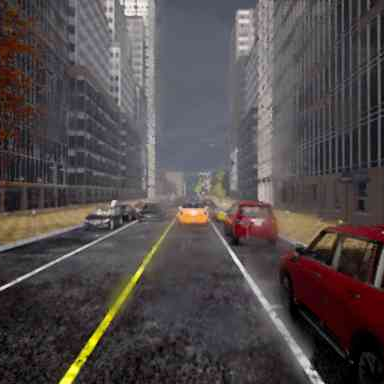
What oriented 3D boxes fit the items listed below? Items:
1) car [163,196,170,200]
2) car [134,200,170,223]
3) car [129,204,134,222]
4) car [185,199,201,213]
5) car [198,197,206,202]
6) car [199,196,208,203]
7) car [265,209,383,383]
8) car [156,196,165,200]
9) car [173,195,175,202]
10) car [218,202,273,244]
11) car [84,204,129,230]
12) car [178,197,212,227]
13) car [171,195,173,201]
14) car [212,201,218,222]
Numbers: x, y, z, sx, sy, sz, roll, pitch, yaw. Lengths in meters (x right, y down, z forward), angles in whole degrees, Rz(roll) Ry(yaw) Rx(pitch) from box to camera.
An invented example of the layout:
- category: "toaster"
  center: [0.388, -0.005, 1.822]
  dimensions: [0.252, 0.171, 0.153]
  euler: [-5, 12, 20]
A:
- category: "car"
  center: [-5.682, 1.785, 61.500]
  dimensions: [1.887, 1.381, 4.507]
  euler: [0, 0, 0]
- category: "car"
  center: [-3.097, 1.617, 26.567]
  dimensions: [1.837, 1.490, 4.892]
  euler: [0, 0, 0]
- category: "car"
  center: [-5.685, 1.681, 27.347]
  dimensions: [1.947, 1.339, 4.313]
  euler: [0, 0, 0]
- category: "car"
  center: [0.098, 1.694, 41.353]
  dimensions: [1.812, 1.442, 4.674]
  euler: [0, 0, 0]
- category: "car"
  center: [2.702, 1.916, 89.946]
  dimensions: [1.802, 1.307, 4.206]
  euler: [0, 0, 0]
- category: "car"
  center: [2.702, 1.738, 78.562]
  dimensions: [1.967, 1.590, 4.097]
  euler: [0, 0, 0]
- category: "car"
  center: [2.694, 1.336, 4.566]
  dimensions: [2.192, 1.841, 5.009]
  euler: [0, 0, 0]
- category: "car"
  center: [-5.683, 1.750, 50.116]
  dimensions: [2.008, 1.369, 4.403]
  euler: [0, 0, 0]
- category: "car"
  center: [-5.678, 1.773, 89.961]
  dimensions: [1.967, 1.590, 4.097]
  euler: [0, 0, 0]
- category: "car"
  center: [2.695, 1.385, 15.951]
  dimensions: [2.192, 1.841, 5.009]
  euler: [0, 0, 0]
- category: "car"
  center: [-5.686, 1.643, 21.655]
  dimensions: [2.008, 1.369, 4.403]
  euler: [0, 0, 0]
- category: "car"
  center: [0.103, 1.455, 24.090]
  dimensions: [2.097, 1.767, 4.553]
  euler: [0, 0, 0]
- category: "car"
  center: [-5.680, 1.860, 72.885]
  dimensions: [1.802, 1.307, 4.206]
  euler: [0, 0, 0]
- category: "car"
  center: [2.695, 1.641, 27.503]
  dimensions: [1.752, 1.417, 4.829]
  euler: [0, 0, 0]
